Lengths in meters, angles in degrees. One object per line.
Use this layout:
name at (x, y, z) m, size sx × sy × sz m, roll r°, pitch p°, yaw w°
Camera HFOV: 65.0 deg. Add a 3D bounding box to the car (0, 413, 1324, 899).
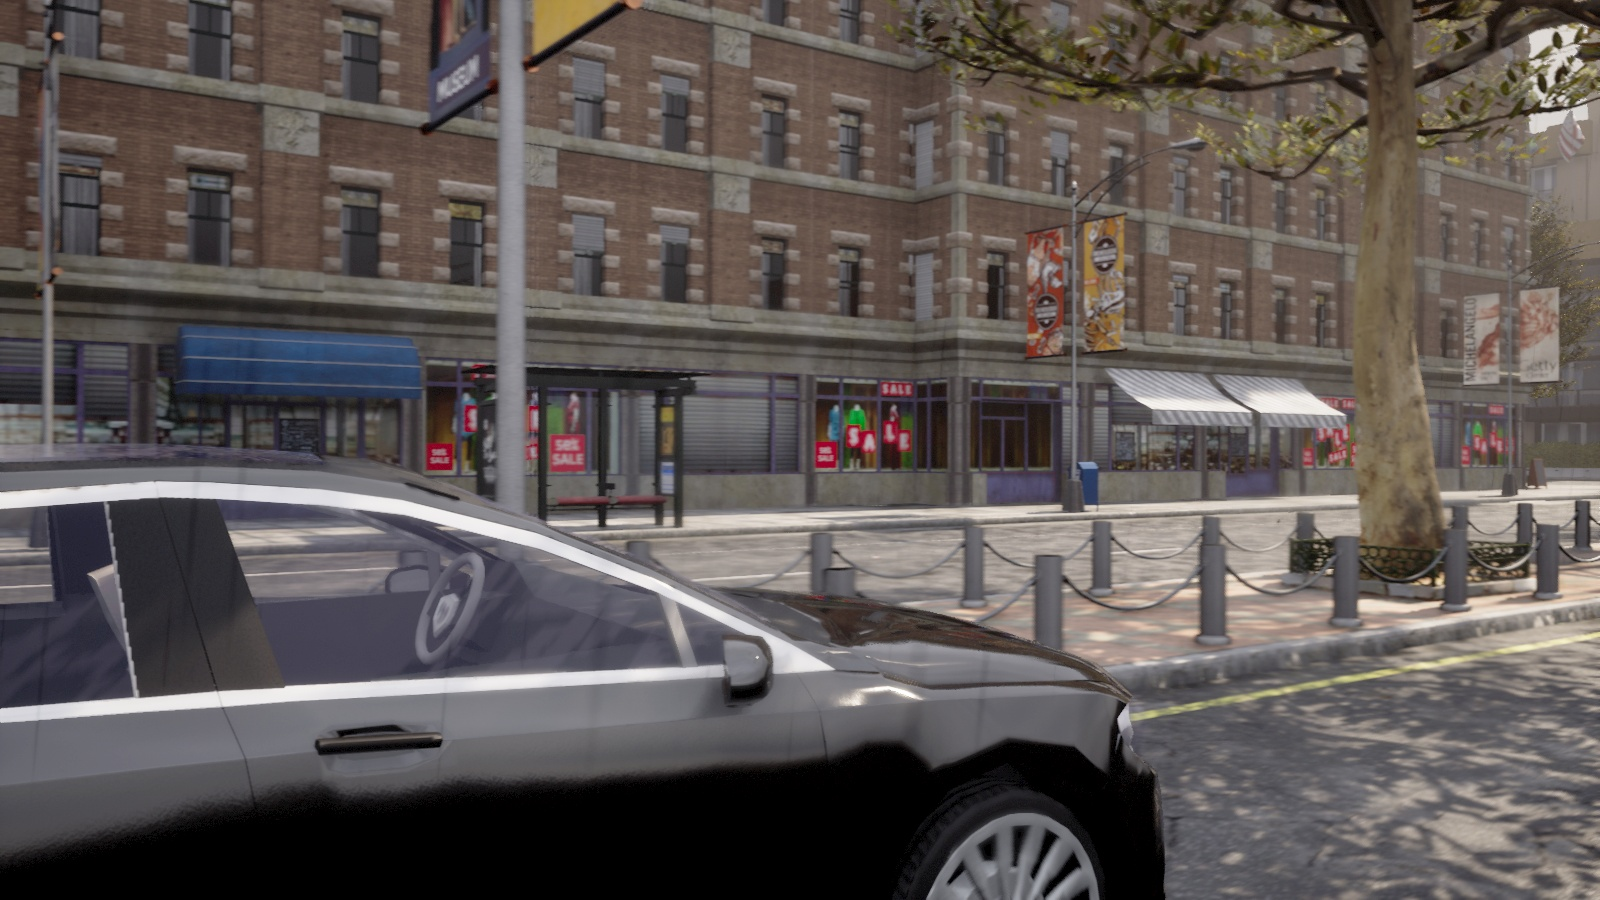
car at (-1.231, 0.710, 2.802) m, size 4.902 × 1.511 × 2.128 m, roll 0°, pitch 0°, yaw -35°
